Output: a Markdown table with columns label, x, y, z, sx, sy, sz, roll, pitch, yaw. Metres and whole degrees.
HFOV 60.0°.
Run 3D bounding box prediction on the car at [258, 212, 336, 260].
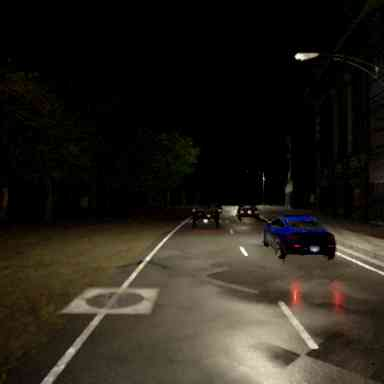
| label | x | y | z | sx | sy | sz | roll | pitch | yaw |
| --- | --- | --- | --- | --- | --- | --- | --- | --- | --- |
| car | 3.895 | 1.604 | 12.630 | 1.812 | 1.442 | 4.674 | 0 | 0 | 2 |

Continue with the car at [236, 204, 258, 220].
| label | x | y | z | sx | sy | sz | roll | pitch | yaw |
| --- | --- | --- | --- | --- | --- | --- | --- | --- | --- |
| car | 5.097 | 1.798 | 30.704 | 2.033 | 1.411 | 5.357 | 0 | -1 | 5 |

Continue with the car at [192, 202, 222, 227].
| label | x | y | z | sx | sy | sz | roll | pitch | yaw |
| --- | --- | --- | --- | --- | --- | --- | --- | --- | --- |
| car | 1.079 | 1.687 | 24.417 | 1.837 | 1.490 | 4.892 | 0 | 0 | 4 |
